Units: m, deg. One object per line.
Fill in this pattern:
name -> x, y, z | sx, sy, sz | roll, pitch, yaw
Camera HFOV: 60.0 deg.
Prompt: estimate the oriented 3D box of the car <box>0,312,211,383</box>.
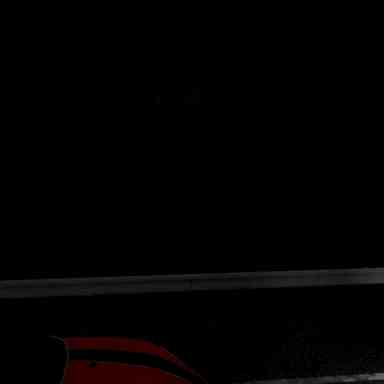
car -> -1.874, 1.352, 1.640 | 4.553, 1.767, 2.097 | 0, 0, -6
